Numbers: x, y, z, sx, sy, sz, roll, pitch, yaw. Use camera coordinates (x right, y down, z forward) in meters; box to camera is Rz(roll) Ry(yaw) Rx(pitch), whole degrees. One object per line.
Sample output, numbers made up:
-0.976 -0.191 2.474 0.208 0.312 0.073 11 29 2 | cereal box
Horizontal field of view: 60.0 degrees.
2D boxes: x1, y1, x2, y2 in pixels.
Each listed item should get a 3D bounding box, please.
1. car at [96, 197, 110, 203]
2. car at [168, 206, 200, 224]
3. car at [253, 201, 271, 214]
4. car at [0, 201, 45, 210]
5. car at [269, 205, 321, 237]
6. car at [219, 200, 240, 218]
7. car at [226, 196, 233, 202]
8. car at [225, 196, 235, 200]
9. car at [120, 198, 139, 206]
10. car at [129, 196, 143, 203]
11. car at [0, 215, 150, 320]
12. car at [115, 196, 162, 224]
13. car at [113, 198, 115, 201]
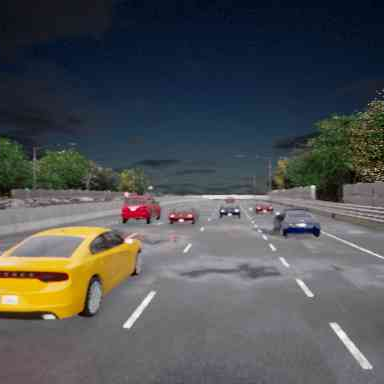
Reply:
-19.765 1.860 73.995 1.994 1.385 4.181 0 0 6 | car
-0.515 1.709 25.503 1.895 1.301 4.718 0 0 6 | car
7.803 1.678 36.713 1.895 1.301 4.718 0 0 6 | car
-17.282 1.700 34.650 2.128 1.511 4.902 0 0 7 | car
5.752 1.623 18.659 1.994 1.385 4.181 0 0 6 | car
3.605 1.699 31.649 1.895 1.301 4.718 0 0 6 | car
10.801 1.977 94.986 1.882 1.535 5.008 0 -1 6 | car
7.830 1.680 68.847 1.812 1.442 4.674 0 0 6 | car
-10.950 1.787 58.801 1.895 1.301 4.718 0 0 7 | car
-12.580 1.720 75.236 1.812 1.442 4.674 0 0 6 | car
-2.546 1.531 7.629 1.882 1.535 5.008 0 0 6 | car
-3.928 1.349 26.488 2.150 2.045 5.566 0 0 6 | car
-16.148 1.592 74.834 2.097 1.767 4.553 0 0 6 | car
